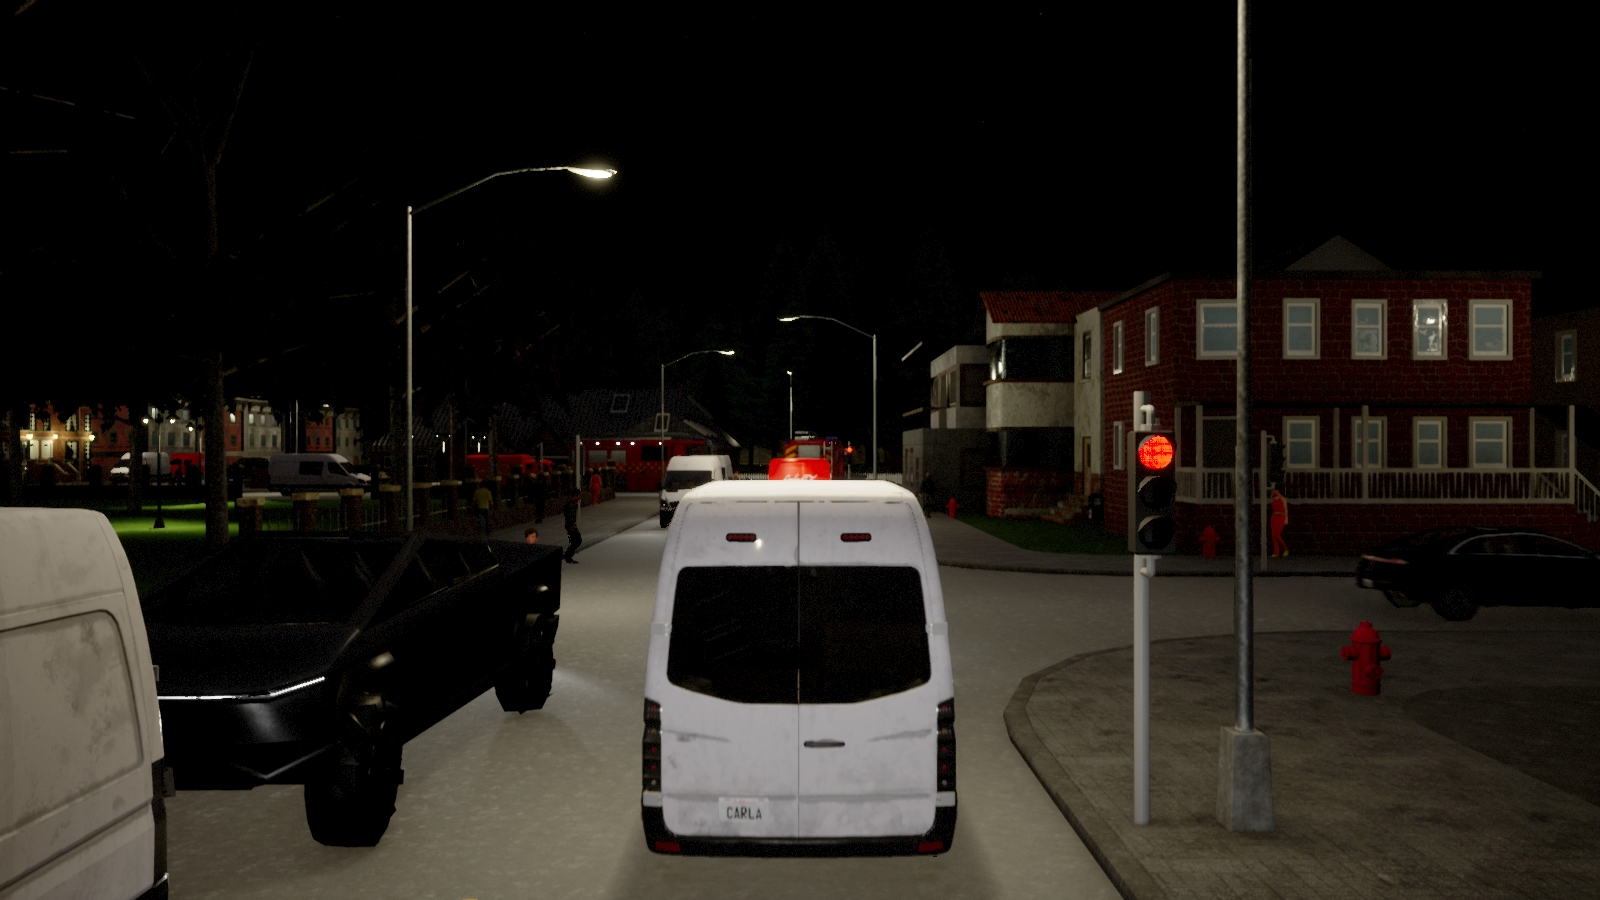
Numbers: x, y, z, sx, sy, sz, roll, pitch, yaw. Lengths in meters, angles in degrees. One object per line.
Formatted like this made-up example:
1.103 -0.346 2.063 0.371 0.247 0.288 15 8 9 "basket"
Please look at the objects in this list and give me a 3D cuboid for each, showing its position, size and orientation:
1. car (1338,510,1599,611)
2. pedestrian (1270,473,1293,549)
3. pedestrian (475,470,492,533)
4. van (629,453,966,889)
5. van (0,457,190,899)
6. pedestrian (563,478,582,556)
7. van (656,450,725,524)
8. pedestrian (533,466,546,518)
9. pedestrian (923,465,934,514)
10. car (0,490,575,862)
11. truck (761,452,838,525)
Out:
12.050 1.819 19.332 4.902 1.511 2.128 0 0 1 "car"
11.869 1.504 28.180 0.375 1.860 0.375 0 0 -15 "pedestrian"
-9.374 1.511 33.836 0.375 1.860 0.375 0 0 0 "pedestrian"
-0.006 1.310 9.706 1.988 2.561 5.915 0 0 0 "van"
-4.011 1.313 2.695 1.988 2.561 5.915 0 0 0 "van"
-5.511 1.617 27.680 0.375 1.860 0.375 0 0 -2 "pedestrian"
-4.007 1.296 42.666 1.988 2.561 5.915 0 0 0 "van"
-9.368 1.507 41.098 0.375 1.860 0.375 0 0 -1 "pedestrian"
4.920 1.506 43.784 0.375 1.860 0.375 0 0 1 "pedestrian"
-4.002 1.529 10.345 2.390 2.098 6.274 0 0 3 "car"
-0.012 1.330 41.602 2.627 2.467 5.204 0 0 0 "truck"
